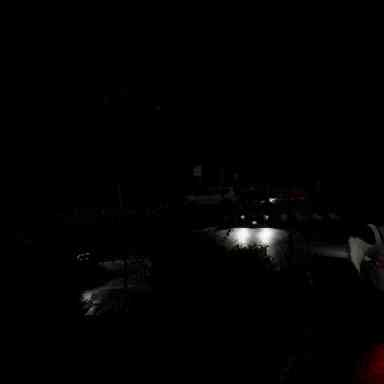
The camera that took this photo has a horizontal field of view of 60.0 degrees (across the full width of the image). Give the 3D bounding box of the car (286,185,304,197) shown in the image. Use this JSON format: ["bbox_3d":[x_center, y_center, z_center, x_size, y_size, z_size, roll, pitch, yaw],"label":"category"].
[{"bbox_3d":[16.225,-0.242,51.909,2.097,1.767,4.553,-2,1,14],"label":"car"}]

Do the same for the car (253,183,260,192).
[{"bbox_3d":[9.614,-0.433,64.526,5.566,2.045,2.435,-3,1,-6],"label":"car"}]

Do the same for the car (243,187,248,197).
[{"bbox_3d":[3.290,0.679,38.320,5.366,1.575,1.946,-3,1,-6],"label":"car"}]

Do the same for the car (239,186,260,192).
[{"bbox_3d":[14.698,-0.789,84.913,4.792,1.488,2.163,-3,1,-6],"label":"car"}]

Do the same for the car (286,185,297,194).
[{"bbox_3d":[19.165,-0.484,64.080,1.837,1.490,4.892,-2,1,14],"label":"car"}]

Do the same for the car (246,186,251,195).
[{"bbox_3d":[5.263,0.398,47.041,5.008,1.535,2.097,-3,2,-6],"label":"car"}]

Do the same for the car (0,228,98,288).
[{"bbox_3d":[-5.098,1.711,8.838,5.008,1.535,1.882,-2,1,-14],"label":"car"}]

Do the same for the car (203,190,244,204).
[{"bbox_3d":[3.817,0.634,41.220,4.674,1.452,2.002,-3,1,-6],"label":"car"}]

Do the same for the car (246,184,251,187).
[{"bbox_3d":[5.939,0.176,49.961,4.553,1.767,2.185,-3,1,-6],"label":"car"}]

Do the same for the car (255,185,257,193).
[{"bbox_3d":[8.902,-0.057,61.622,4.792,1.488,2.163,-3,1,-6],"label":"car"}]

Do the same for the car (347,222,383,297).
[{"bbox_3d":[4.917,1.432,7.966,1.812,1.442,4.674,-2,1,20],"label":"car"}]

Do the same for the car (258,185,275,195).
[{"bbox_3d":[11.427,0.172,49.917,2.033,1.411,5.357,-2,1,14],"label":"car"}]

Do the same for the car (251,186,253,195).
[{"bbox_3d":[6.700,0.243,52.876,4.674,1.452,2.002,-3,1,-6],"label":"car"}]

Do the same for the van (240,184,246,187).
[{"bbox_3d":[4.411,0.276,44.109,4.442,1.987,1.878,-3,1,-6],"label":"van"}]

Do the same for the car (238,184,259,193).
[{"bbox_3d":[13.908,-0.853,81.994,4.553,1.767,2.185,-3,1,-6],"label":"car"}]

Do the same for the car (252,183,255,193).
[{"bbox_3d":[8.174,-0.117,58.694,4.553,1.767,2.185,-3,1,-6],"label":"car"}]

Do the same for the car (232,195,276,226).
[{"bbox_3d":[4.112,1.166,20.341,2.033,1.411,5.357,-2,1,17],"label":"car"}]

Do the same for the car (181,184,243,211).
[{"bbox_3d":[1.643,0.637,32.446,5.566,2.045,2.435,-3,1,-6],"label":"car"}]

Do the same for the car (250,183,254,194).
[{"bbox_3d":[7.450,-0.021,55.783,4.553,1.767,2.185,-3,1,-6],"label":"car"}]

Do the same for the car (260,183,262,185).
[{"bbox_3d":[11.780,-0.711,73.274,5.566,2.045,2.435,-3,1,-6],"label":"car"}]
